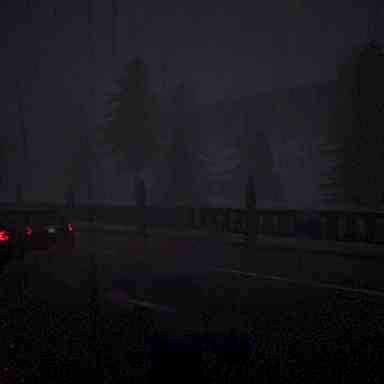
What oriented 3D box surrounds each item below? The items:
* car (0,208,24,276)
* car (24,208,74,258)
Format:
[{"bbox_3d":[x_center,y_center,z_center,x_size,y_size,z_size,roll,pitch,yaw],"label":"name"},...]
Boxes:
[{"bbox_3d":[-7.077,1.257,8.976,5.566,2.045,2.150,-1,0,36],"label":"car"},{"bbox_3d":[-6.678,1.396,13.010,4.553,1.767,2.097,0,0,36],"label":"car"}]
